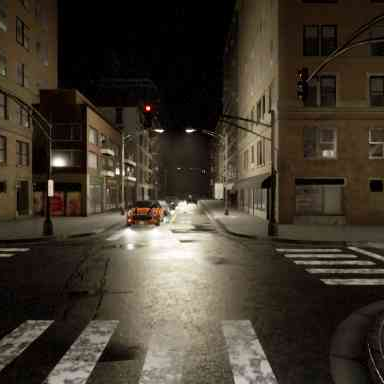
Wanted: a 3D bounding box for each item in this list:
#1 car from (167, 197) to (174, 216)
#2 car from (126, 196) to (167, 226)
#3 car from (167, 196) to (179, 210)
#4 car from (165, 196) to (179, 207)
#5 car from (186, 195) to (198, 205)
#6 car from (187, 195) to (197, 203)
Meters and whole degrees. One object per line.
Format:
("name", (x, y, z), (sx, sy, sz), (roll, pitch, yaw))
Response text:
("car", (-3.159, 1.531, 32.488), (2.033, 1.411, 5.357), (0, 0, 0))
("car", (-3.140, 1.343, 23.033), (2.097, 1.767, 4.553), (0, 0, 0))
("car", (-3.171, 1.327, 42.273), (2.097, 1.767, 4.553), (0, 0, 0))
("car", (-3.158, 1.444, 52.629), (1.882, 1.535, 5.008), (0, 0, 0))
("car", (-0.011, 1.454, 58.014), (2.128, 1.511, 4.902), (0, 0, 0))
("car", (-0.035, 1.443, 69.672), (2.128, 1.511, 4.902), (0, 0, 0))
